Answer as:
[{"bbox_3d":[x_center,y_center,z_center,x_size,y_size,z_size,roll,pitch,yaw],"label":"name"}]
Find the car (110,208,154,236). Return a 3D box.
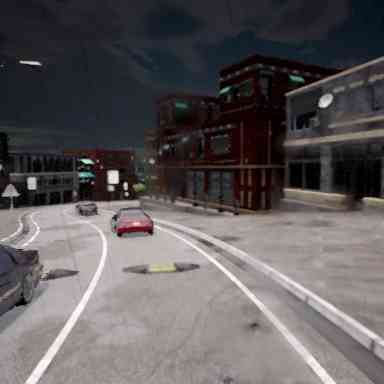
[{"bbox_3d":[-3.490,1.588,18.842,1.994,1.385,4.181,-2,0,-19],"label":"car"}]

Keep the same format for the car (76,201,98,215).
[{"bbox_3d":[-11.538,1.693,36.339,2.128,1.511,4.902,-3,0,-26],"label":"car"}]

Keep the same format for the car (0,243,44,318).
[{"bbox_3d":[-4.041,1.598,5.346,2.033,1.411,5.357,-1,0,-7],"label":"car"}]
